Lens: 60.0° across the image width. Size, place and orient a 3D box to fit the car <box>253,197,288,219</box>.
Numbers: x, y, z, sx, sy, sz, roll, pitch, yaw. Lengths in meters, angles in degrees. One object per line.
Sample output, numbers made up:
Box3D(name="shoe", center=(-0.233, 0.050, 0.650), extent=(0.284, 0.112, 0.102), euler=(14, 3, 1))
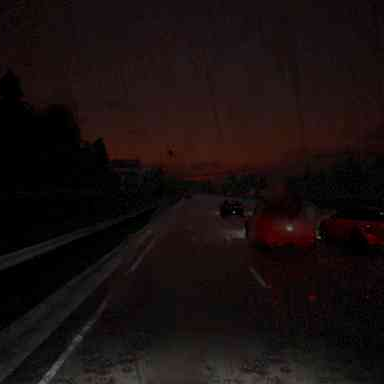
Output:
Box3D(name="car", center=(7.105, 1.391, 30.601), extent=(2.097, 1.767, 4.553), euler=(0, 0, 0))

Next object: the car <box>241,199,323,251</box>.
Box3D(name="car", center=(3.599, 1.370, 14.315), extent=(2.097, 1.767, 4.553), euler=(0, 0, 0))

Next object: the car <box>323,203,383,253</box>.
Box3D(name="car", center=(7.098, 1.369, 13.960), extent=(2.097, 1.767, 4.553), euler=(0, 0, 0))

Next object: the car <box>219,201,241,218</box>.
Box3D(name="car", center=(3.606, 1.531, 30.893), extent=(2.128, 1.511, 4.902), euler=(0, 0, 0))

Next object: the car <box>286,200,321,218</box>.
Box3D(name="car", center=(10.595, 1.567, 31.917), extent=(1.812, 1.442, 4.674), euler=(0, 0, 0))

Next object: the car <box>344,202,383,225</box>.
Box3D(name="car", center=(14.102, 1.581, 26.017), extent=(2.033, 1.411, 5.357), euler=(0, 0, 0))
